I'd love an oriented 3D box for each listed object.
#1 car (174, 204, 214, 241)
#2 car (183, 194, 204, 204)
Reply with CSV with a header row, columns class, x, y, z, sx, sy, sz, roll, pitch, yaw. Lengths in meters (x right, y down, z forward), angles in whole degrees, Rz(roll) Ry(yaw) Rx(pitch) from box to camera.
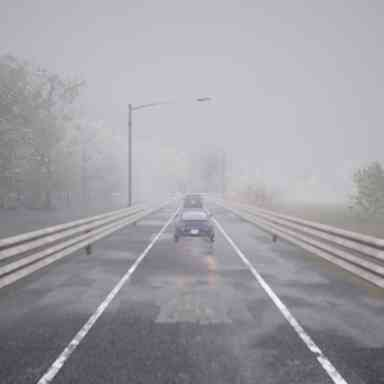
class,x,y,z,sx,sy,sz,roll,pitch,yaw
car,0.109,1.529,16.644,1.812,1.442,4.674,0,0,0
car,0.137,1.224,37.139,2.150,2.045,5.566,0,0,0
